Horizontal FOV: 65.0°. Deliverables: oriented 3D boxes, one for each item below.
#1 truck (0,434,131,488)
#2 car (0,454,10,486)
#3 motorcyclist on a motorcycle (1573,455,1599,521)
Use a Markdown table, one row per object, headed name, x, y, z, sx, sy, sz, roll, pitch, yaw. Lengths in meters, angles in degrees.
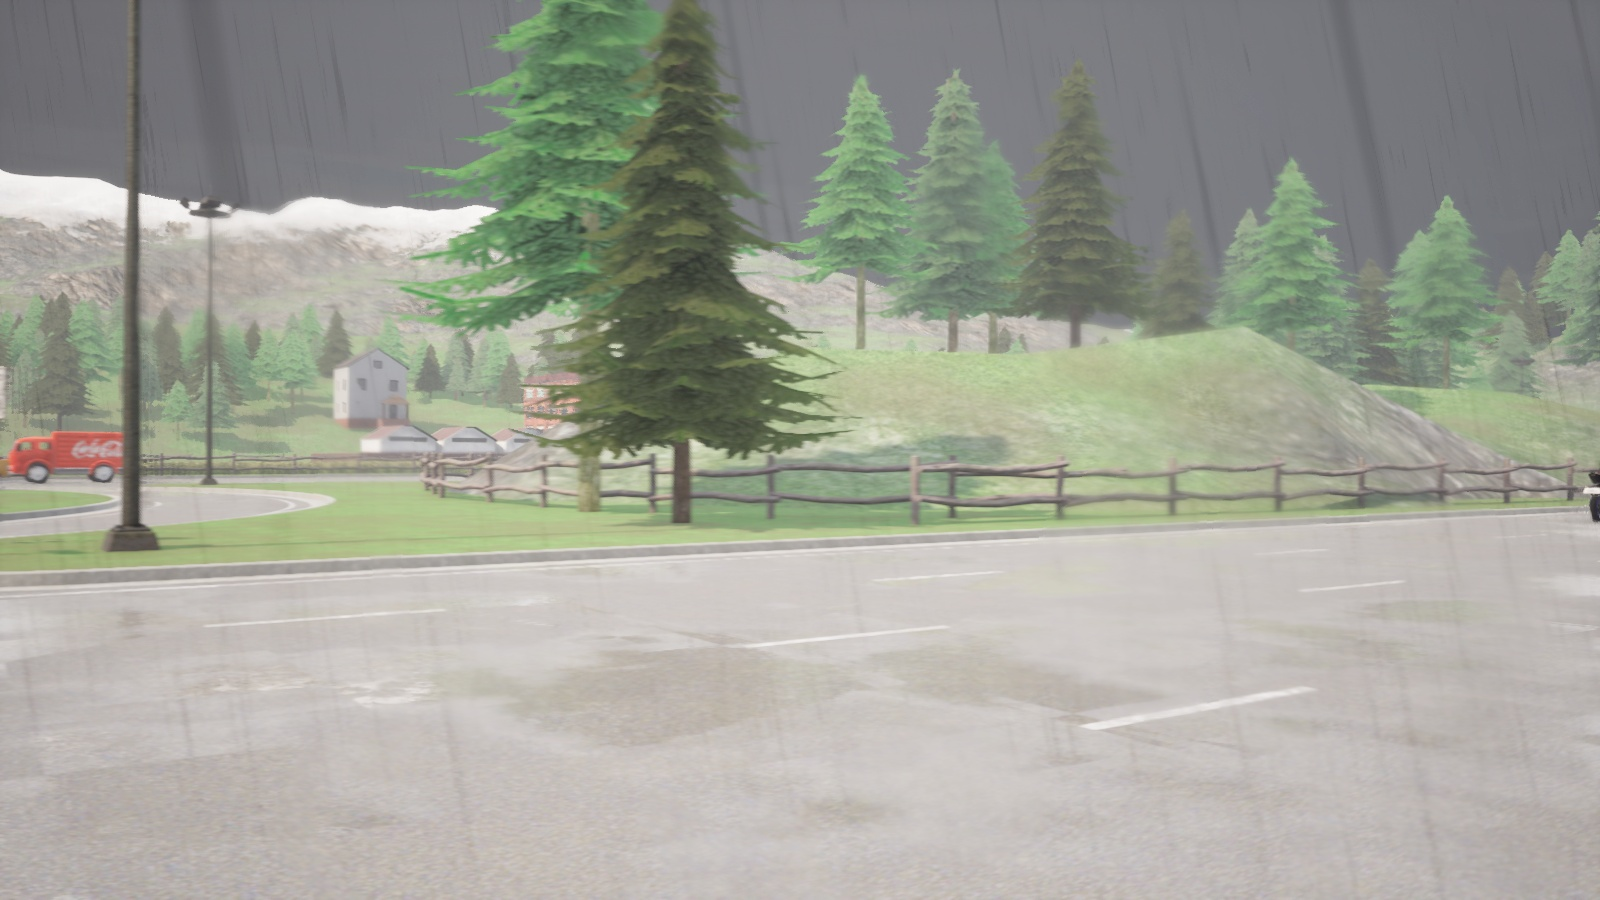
| name | x | y | z | sx | sy | sz | roll | pitch | yaw |
| --- | --- | --- | --- | --- | --- | --- | --- | --- | --- |
| truck | -34.999 | 0.493 | 59.872 | 5.204 | 2.467 | 2.627 | 0 | 0 | -35 |
| car | -40.804 | 0.958 | 60.110 | 5.008 | 1.535 | 1.882 | 0 | 0 | -35 |
| motorcyclist on a motorcycle | 19.436 | 0.896 | 29.977 | 2.191 | 1.530 | 0.866 | 0 | 0 | -35 |
